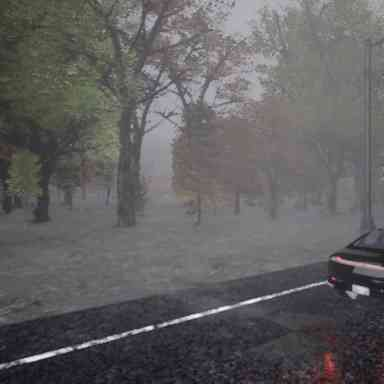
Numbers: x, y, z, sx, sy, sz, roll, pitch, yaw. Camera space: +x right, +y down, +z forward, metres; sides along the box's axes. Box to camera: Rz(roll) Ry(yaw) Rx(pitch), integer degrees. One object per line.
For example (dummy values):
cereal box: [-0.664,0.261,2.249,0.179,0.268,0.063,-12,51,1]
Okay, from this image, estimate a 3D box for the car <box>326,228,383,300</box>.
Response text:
car: [4.953,1.528,7.277,4.902,1.511,2.128,0,0,-35]
